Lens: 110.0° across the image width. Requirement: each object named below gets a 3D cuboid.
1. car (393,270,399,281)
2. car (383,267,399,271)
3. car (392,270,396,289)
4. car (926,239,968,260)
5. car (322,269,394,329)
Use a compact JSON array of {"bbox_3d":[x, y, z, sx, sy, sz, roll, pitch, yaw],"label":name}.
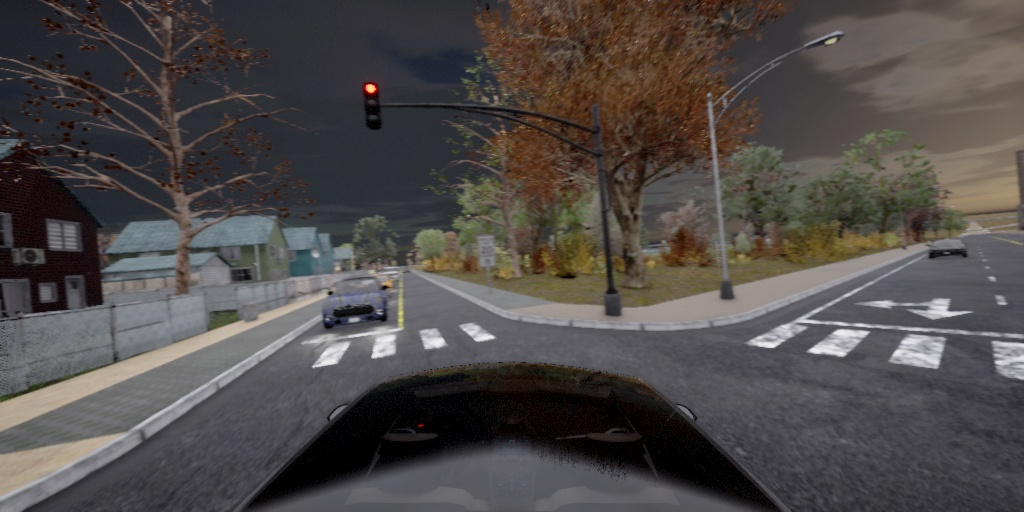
[{"bbox_3d":[-12.064,2.394,33.922,2.033,1.411,5.357,-5,0,-17],"label":"car"},{"bbox_3d":[-16.704,2.526,49.186,2.150,2.045,5.566,-5,0,-17],"label":"car"},{"bbox_3d":[-8.941,2.030,23.765,1.882,1.535,5.008,-5,0,-17],"label":"car"},{"bbox_3d":[34.188,-0.601,28.160,5.008,1.535,1.882,-3,-1,-38],"label":"car"},{"bbox_3d":[-6.002,1.628,14.204,2.097,1.767,4.553,-5,0,-17],"label":"car"}]
